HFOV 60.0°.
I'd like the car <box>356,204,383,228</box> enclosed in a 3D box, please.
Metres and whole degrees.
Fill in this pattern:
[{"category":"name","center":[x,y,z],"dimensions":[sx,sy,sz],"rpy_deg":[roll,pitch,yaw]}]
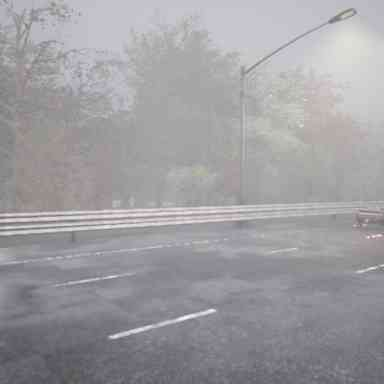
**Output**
[{"category":"car","center":[12.354,1.501,21.103],"dimensions":[4.902,1.511,2.128],"rpy_deg":[0,0,-35]}]
